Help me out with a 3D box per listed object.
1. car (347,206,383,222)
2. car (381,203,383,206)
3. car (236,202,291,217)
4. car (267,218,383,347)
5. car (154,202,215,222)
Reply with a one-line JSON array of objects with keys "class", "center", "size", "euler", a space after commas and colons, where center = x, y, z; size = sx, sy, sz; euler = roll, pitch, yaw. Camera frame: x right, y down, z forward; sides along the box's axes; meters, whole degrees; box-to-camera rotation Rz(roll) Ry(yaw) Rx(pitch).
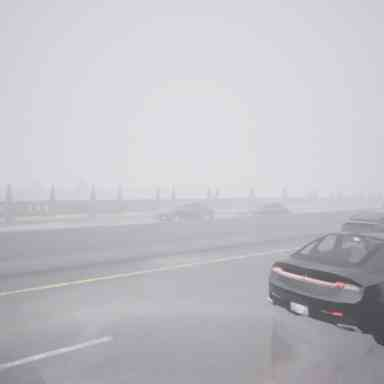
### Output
[{"class": "car", "center": [8.124, 1.506, 13.839], "size": [4.892, 1.490, 1.837], "euler": [0, 0, -35]}, {"class": "car", "center": [19.863, 1.226, 31.002], "size": [5.566, 2.045, 2.150], "euler": [0, 0, -35]}, {"class": "car", "center": [5.444, 1.505, 25.059], "size": [4.892, 1.490, 1.837], "euler": [0, 0, -35]}, {"class": "car", "center": [3.549, 1.492, 6.278], "size": [4.902, 1.511, 2.128], "euler": [0, 0, -35]}, {"class": "car", "center": [-0.506, 1.506, 25.119], "size": [4.892, 1.490, 1.837], "euler": [0, 0, -35]}]
